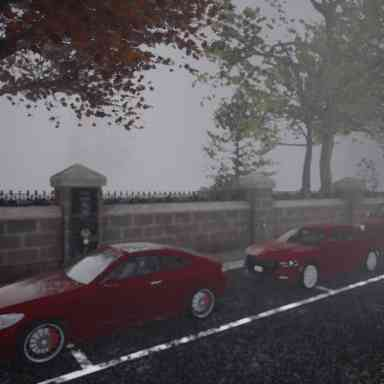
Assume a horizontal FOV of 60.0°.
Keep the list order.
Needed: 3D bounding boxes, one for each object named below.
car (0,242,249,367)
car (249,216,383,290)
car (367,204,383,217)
[{"bbox_3d":[-1.215,1.573,5.699,4.206,1.307,1.802,0,0,-36],"label":"car"},{"bbox_3d":[3.358,1.514,8.984,4.507,1.381,1.887,0,0,-36],"label":"car"},{"bbox_3d":[7.932,1.263,12.269,5.009,1.841,2.192,0,0,-36],"label":"car"}]
